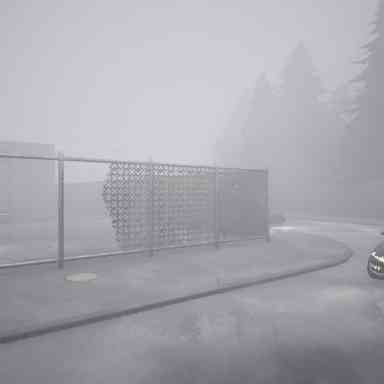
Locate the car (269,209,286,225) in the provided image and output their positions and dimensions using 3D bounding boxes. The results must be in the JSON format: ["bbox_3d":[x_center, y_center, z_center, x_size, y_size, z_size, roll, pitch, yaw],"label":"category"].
[{"bbox_3d":[4.369,1.564,22.946,1.994,1.385,4.181,0,0,-36],"label":"car"}]

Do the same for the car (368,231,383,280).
[{"bbox_3d":[6.481,1.506,8.917,4.892,1.490,1.837,0,3,-42],"label":"car"}]

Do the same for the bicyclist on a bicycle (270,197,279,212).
[{"bbox_3d":[7.911,1.349,32.441,1.656,1.620,0.582,0,0,-36],"label":"bicyclist on a bicycle"}]
